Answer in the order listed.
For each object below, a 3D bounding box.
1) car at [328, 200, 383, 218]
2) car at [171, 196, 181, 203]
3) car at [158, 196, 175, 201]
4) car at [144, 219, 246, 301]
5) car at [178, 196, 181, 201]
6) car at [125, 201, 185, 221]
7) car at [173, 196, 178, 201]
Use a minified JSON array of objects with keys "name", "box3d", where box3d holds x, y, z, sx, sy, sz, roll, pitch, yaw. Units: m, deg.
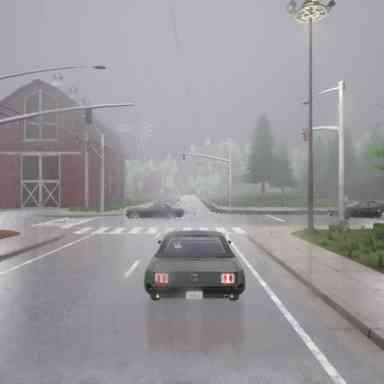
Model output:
[{"name":"car","box3d":[13.685,1.451,27.064,5.008,1.535,1.882,0,0,-1]},{"name":"car","box3d":[-3.501,1.590,72.514,1.895,1.301,4.718,0,0,0]},{"name":"car","box3d":[-3.599,1.564,42.112,1.994,1.385,4.181,0,0,0]},{"name":"car","box3d":[0.066,1.601,8.300,1.895,1.301,4.718,0,0,0]},{"name":"car","box3d":[-3.563,1.505,62.206,1.837,1.490,4.892,0,0,0]},{"name":"car","box3d":[-2.958,1.588,26.766,4.718,1.301,1.895,0,0,-1]},{"name":"car","box3d":[-3.593,1.505,52.134,1.837,1.490,4.892,0,0,0]}]
